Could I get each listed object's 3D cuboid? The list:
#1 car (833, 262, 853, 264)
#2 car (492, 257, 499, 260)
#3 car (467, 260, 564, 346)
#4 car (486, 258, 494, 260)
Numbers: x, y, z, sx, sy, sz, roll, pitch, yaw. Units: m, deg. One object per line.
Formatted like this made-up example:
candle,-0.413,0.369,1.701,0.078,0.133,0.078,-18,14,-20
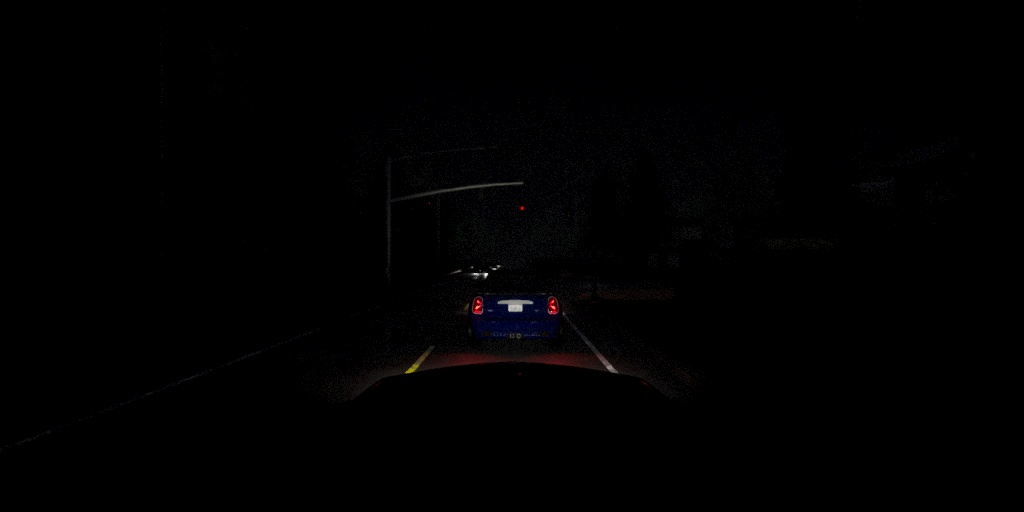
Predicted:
car,24.086,1.251,26.053,4.553,1.767,2.097,0,0,12
car,-3.579,1.208,58.736,1.882,1.535,5.008,0,0,0
car,0.078,1.099,9.560,2.097,1.767,4.553,0,0,0
car,-3.597,1.283,43.264,2.033,1.411,5.357,0,0,0
